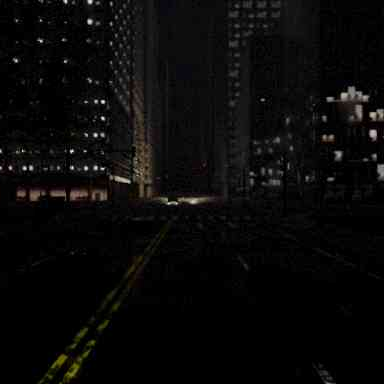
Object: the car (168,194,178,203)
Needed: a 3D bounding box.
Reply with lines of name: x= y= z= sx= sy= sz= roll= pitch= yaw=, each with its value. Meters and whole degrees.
car: x=-3.960 y=1.289 z=69.457 sx=2.097 sy=1.767 sz=4.553 roll=0 pitch=0 yaw=-1
